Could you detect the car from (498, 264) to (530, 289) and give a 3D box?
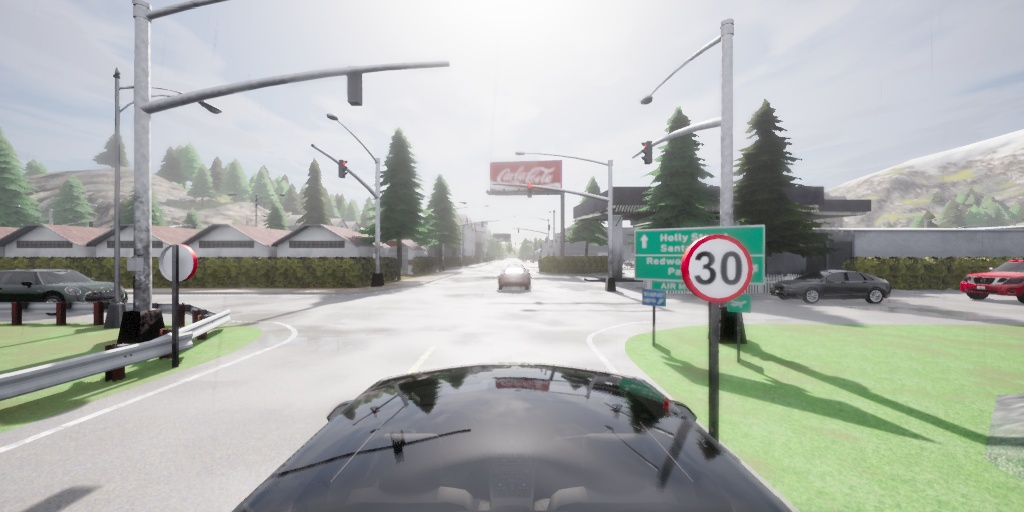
[{"bbox_3d":[0.188,1.327,23.278,1.994,1.385,4.181,0,1,3],"label":"car"}]

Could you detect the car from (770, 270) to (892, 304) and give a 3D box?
[{"bbox_3d":[15.201,1.446,17.248,4.892,1.490,1.837,0,0,1],"label":"car"}]

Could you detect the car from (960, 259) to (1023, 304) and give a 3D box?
[{"bbox_3d":[25.171,1.163,17.117,5.566,2.045,2.150,0,0,0],"label":"car"}]

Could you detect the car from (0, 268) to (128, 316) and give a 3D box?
[{"bbox_3d":[-17.996,1.294,13.990,4.553,1.767,2.097,0,0,1],"label":"car"}]
